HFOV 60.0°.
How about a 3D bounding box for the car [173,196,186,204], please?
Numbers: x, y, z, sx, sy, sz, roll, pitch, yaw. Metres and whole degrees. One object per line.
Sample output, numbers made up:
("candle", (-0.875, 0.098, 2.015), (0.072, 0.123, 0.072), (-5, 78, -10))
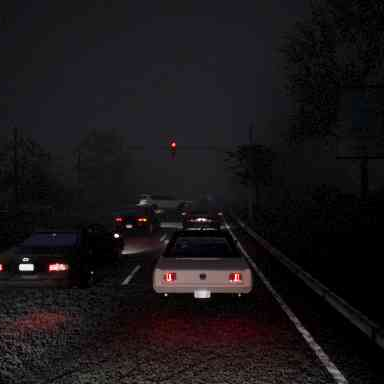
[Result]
("car", (-2.423, 1.505, 65.631), (1.837, 1.490, 4.892), (0, 0, 8))

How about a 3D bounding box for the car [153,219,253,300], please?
("car", (0.232, 1.601, 8.373), (1.895, 1.301, 4.718), (0, 0, 1))

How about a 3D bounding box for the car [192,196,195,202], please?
("car", (-0.435, 1.542, 78.758), (1.994, 1.385, 4.181), (0, 0, 9))

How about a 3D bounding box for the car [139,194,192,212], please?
("car", (-3.270, 1.222, 37.263), (5.566, 2.045, 2.150), (0, 2, -31))

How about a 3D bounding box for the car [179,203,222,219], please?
("car", (0.522, 1.505, 17.598), (1.837, 1.490, 4.892), (0, 0, 2))

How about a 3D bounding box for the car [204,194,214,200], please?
("car", (4.459, 1.328, 86.562), (1.882, 1.535, 5.008), (0, 0, 11))

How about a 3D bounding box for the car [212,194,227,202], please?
("car", (6.316, 1.548, 76.652), (1.994, 1.385, 4.181), (0, 0, 10))

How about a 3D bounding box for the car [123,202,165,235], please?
("car", (-2.939, 1.526, 18.713), (1.812, 1.442, 4.674), (0, 0, 4))

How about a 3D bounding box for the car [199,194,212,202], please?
("car", (2.720, 1.518, 76.342), (2.128, 1.511, 4.902), (0, 0, 10))

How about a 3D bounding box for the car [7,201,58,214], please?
("car", (-16.776, 1.601, 35.186), (4.718, 1.301, 1.895), (0, 0, 5))

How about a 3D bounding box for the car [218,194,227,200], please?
("car", (7.979, 1.346, 86.357), (1.882, 1.535, 5.008), (0, 0, 11))

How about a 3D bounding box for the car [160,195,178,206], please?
("car", (-3.777, 1.352, 55.124), (2.097, 1.767, 4.553), (0, 0, 7))

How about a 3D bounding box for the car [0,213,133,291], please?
("car", (-3.256, 1.547, 9.136), (2.033, 1.411, 5.357), (0, 0, 1))
